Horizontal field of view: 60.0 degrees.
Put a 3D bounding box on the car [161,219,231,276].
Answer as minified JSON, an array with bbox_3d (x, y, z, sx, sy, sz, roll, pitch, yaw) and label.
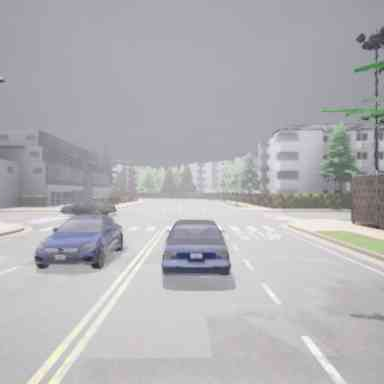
[{"bbox_3d":[0.101,1.553,10.343,2.033,1.411,5.357,0,0,0],"label":"car"}]

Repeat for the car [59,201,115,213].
[{"bbox_3d":[-10.120,1.565,32.487,5.357,1.411,2.033,0,0,12],"label":"car"}]

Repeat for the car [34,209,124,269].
[{"bbox_3d":[-3.546,1.532,11.331,1.812,1.442,4.674,0,0,1],"label":"car"}]
